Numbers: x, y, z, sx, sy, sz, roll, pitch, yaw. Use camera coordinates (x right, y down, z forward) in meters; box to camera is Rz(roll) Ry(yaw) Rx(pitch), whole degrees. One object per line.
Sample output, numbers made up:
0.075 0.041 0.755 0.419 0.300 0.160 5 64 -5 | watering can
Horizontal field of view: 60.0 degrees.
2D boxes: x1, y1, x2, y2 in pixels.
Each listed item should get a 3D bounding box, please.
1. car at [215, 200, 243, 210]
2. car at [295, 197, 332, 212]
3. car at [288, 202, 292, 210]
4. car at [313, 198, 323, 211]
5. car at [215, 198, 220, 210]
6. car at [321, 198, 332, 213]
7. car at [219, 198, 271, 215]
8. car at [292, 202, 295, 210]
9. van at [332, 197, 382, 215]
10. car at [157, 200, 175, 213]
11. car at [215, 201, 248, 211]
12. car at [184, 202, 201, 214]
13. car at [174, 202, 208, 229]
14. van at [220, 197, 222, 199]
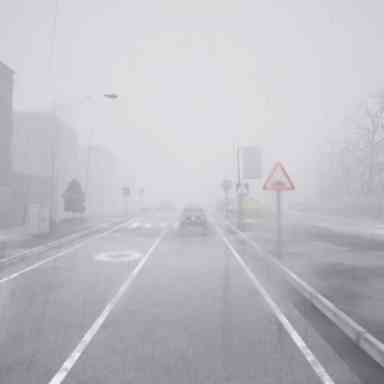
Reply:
6.122 2.155 55.425 4.553 1.767 2.185 0 -2 -1 | car
18.427 1.779 47.958 5.566 2.045 2.435 0 -2 -1 | car
18.358 1.963 53.417 5.566 2.045 2.435 0 -2 -1 | car
18.687 1.870 42.237 5.366 1.575 1.946 0 -2 0 | car
6.196 1.825 49.480 5.566 2.045 2.435 0 -2 -1 | car
18.708 1.807 39.577 5.366 1.575 1.946 0 -1 0 | car
6.088 1.755 37.329 5.366 1.575 1.946 0 -1 0 | car
18.414 2.123 50.741 4.892 1.521 2.231 0 -2 -1 | car
18.429 1.524 36.786 4.442 1.987 1.878 0 -1 0 | van
-3.389 1.794 43.857 2.097 1.767 4.553 0 -2 0 | car
6.135 2.176 52.387 5.008 1.535 2.097 0 -2 -1 | car
0.051 1.950 41.815 1.994 1.385 4.181 0 -1 0 | car
0.097 1.646 22.267 2.033 1.411 5.357 0 0 0 | car
6.341 1.673 43.290 4.442 1.987 1.878 0 -2 0 | van
